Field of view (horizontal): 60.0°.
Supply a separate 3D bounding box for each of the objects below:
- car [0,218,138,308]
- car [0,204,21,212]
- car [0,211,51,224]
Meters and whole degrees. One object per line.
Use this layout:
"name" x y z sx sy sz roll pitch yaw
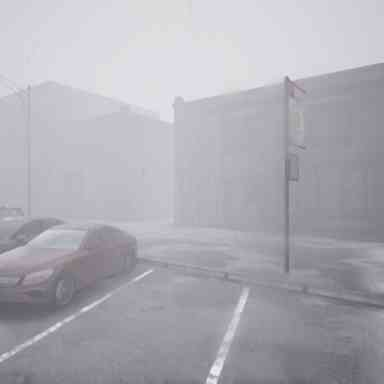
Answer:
"car" -2.887 1.514 8.154 2.002 1.452 4.674 1 -1 16
"car" -7.756 1.342 11.680 2.185 1.767 4.553 1 -1 16
"car" -5.337 1.499 9.871 2.163 1.488 4.792 1 -1 16
